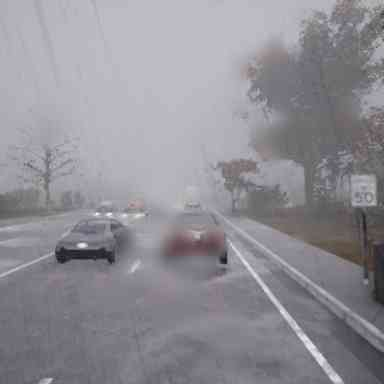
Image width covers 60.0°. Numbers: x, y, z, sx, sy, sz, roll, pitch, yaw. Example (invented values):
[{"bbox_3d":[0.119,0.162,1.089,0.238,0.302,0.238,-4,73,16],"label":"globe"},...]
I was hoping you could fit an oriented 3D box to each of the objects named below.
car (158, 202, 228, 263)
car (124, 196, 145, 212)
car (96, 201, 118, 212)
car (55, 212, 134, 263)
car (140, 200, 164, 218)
[{"bbox_3d":[0.097,1.429,12.420,2.097,1.767,4.553,0,0,0],"label":"car"},{"bbox_3d":[-7.009,1.560,41.772,2.150,2.045,5.566,0,0,0],"label":"car"},{"bbox_3d":[-10.510,1.805,41.795,1.812,1.442,4.674,0,0,0],"label":"car"},{"bbox_3d":[-3.406,1.640,12.330,1.994,1.385,4.181,0,0,0],"label":"car"},{"bbox_3d":[-3.407,1.746,32.308,2.033,1.411,5.357,0,0,0],"label":"car"}]
